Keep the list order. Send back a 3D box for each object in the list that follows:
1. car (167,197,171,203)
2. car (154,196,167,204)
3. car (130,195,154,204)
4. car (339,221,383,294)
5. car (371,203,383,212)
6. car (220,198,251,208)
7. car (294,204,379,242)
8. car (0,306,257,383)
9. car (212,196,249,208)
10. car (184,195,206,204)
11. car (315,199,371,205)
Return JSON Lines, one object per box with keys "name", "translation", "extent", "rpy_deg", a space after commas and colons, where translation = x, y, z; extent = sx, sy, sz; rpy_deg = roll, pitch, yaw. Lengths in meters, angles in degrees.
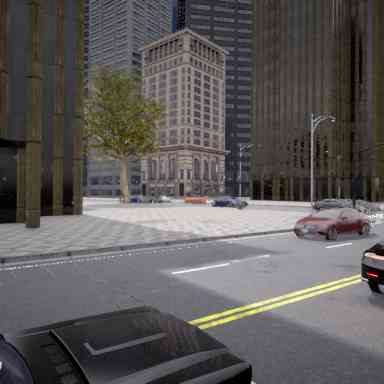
{"name": "car", "translation": [-6.418, 1.569, 72.102], "extent": [1.812, 1.442, 4.674], "rpy_deg": [1, -1, -45]}
{"name": "car", "translation": [-7.635, 1.505, 64.031], "extent": [1.837, 1.490, 4.892], "rpy_deg": [1, -1, -44]}
{"name": "car", "translation": [-9.750, 1.299, 61.534], "extent": [2.097, 1.767, 4.553], "rpy_deg": [1, 0, -43]}
{"name": "car", "translation": [5.774, 1.492, 7.556], "extent": [4.902, 1.511, 2.128], "rpy_deg": [0, 0, -35]}
{"name": "car", "translation": [17.259, 1.476, 34.802], "extent": [2.128, 1.511, 4.902], "rpy_deg": [1, 0, -38]}
{"name": "car", "translation": [6.242, 1.548, 48.453], "extent": [1.994, 1.385, 4.181], "rpy_deg": [1, 0, -41]}
{"name": "car", "translation": [7.107, 1.525, 16.635], "extent": [4.674, 1.442, 1.812], "rpy_deg": [0, 0, -35]}
{"name": "car", "translation": [-1.747, 1.601, 2.195], "extent": [4.718, 1.301, 1.895], "rpy_deg": [0, 0, -36]}
{"name": "car", "translation": [4.883, 1.304, 45.020], "extent": [2.097, 1.767, 4.553], "rpy_deg": [1, 0, -40]}
{"name": "car", "translation": [0.541, 1.399, 64.915], "extent": [2.097, 1.767, 4.553], "rpy_deg": [1, -1, -43]}
{"name": "car", "translation": [14.427, 1.442, 32.780], "extent": [2.128, 1.511, 4.902], "rpy_deg": [1, 0, -33]}
